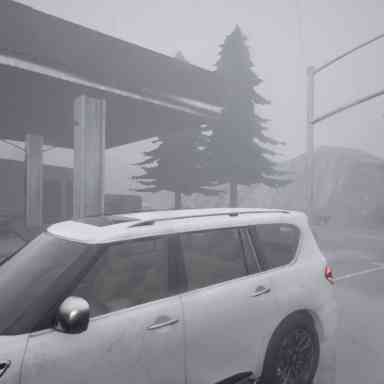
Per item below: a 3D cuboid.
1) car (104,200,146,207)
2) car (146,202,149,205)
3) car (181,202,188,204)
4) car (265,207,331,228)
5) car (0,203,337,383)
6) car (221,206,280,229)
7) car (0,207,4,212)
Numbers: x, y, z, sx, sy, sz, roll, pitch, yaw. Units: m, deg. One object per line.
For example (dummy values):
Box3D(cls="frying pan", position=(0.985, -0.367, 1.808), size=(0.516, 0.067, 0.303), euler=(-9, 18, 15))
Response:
Box3D(cls="car", position=(-4.452, 1.446, 18.318), size=(1.905, 1.878, 3.866), euler=(1, 0, -36))
Box3D(cls="car", position=(-6.510, 1.652, 40.240), size=(1.812, 1.442, 4.674), euler=(1, 0, -35))
Box3D(cls="car", position=(-0.648, 1.720, 31.911), size=(1.812, 1.442, 4.674), euler=(1, 0, -35))
Box3D(cls="car", position=(8.123, 1.903, 25.863), size=(1.895, 1.301, 4.718), euler=(1, 0, -35))
Box3D(cls="car", position=(-0.746, 1.256, 3.520), size=(5.566, 2.045, 2.150), euler=(-1, 0, -36))
Box3D(cls="car", position=(4.267, 1.816, 24.911), size=(1.994, 1.385, 4.181), euler=(1, 0, -35))
Box3D(cls="car", position=(-11.583, 1.521, 18.528), size=(2.242, 1.667, 4.611), euler=(1, 0, -36))
